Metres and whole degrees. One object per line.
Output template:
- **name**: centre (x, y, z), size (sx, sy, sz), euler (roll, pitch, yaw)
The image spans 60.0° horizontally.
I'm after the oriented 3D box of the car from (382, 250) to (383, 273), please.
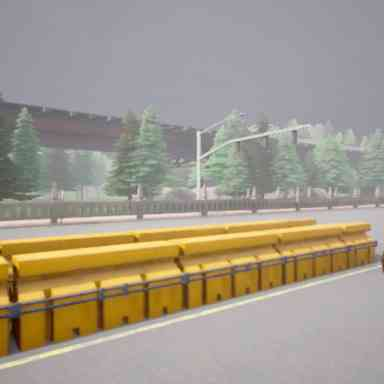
- **car**: centre (6.608, 1.532, 8.462), size (4.674, 1.442, 1.812), euler (0, 0, -36)
